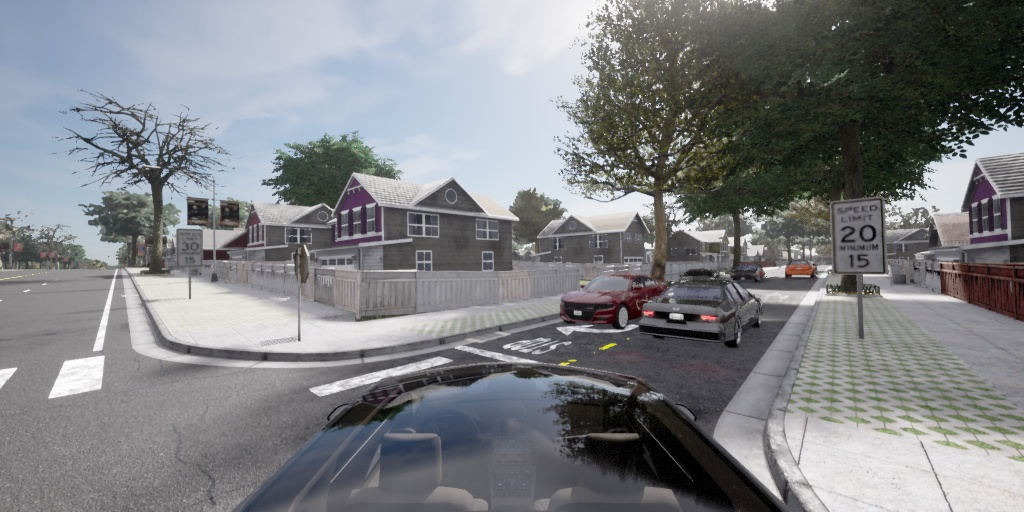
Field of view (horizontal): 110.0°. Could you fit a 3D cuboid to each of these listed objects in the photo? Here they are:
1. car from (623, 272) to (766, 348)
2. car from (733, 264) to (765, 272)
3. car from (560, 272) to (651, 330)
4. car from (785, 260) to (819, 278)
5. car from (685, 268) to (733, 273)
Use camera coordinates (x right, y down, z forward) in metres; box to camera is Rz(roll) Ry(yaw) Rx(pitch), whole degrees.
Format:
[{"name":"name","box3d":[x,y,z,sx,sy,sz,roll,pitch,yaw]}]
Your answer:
[{"name":"car","box3d":[5.090,1.301,9.304,2.033,1.411,5.357,-2,-1,42]},{"name":"car","box3d":[19.628,1.389,29.701,2.033,1.411,5.357,-2,-1,42]},{"name":"car","box3d":[3.500,1.311,11.812,1.882,1.535,5.008,-2,-1,42]},{"name":"car","box3d":[27.280,1.134,33.885,2.097,1.767,4.553,-2,-2,42]},{"name":"car","box3d":[10.133,1.361,19.175,1.812,1.442,4.674,-2,-1,42]}]
